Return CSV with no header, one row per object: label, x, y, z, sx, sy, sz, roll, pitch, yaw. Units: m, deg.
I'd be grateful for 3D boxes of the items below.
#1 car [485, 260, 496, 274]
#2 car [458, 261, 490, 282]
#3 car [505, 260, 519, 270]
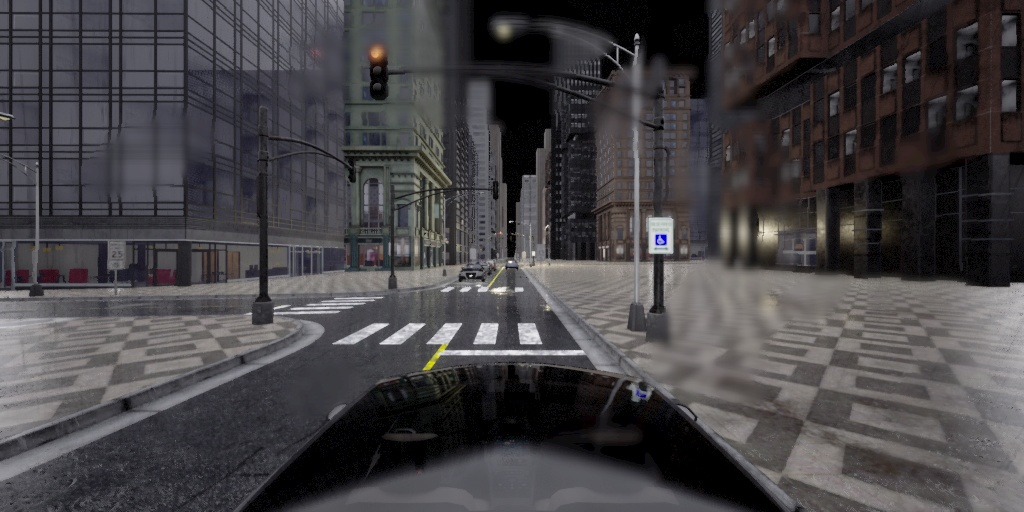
car,-3.105,1.244,37.952,2.128,1.511,4.902,0,0,0
car,-3.111,1.314,28.981,1.994,1.385,4.181,0,0,0
car,-0.015,1.325,53.394,1.994,1.385,4.181,0,0,0
